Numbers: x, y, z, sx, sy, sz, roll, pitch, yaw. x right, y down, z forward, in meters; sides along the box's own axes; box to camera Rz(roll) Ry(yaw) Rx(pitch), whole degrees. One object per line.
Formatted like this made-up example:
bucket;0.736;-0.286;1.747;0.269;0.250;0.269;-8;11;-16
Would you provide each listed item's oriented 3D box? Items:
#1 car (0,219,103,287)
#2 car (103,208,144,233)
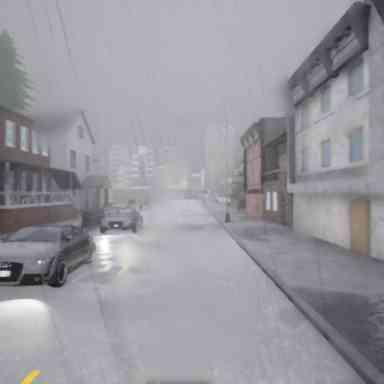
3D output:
car;-4.114;1.605;9.277;1.994;1.385;4.181;0;0;0
car;-4.116;1.645;20.009;1.994;1.385;4.181;0;0;0
